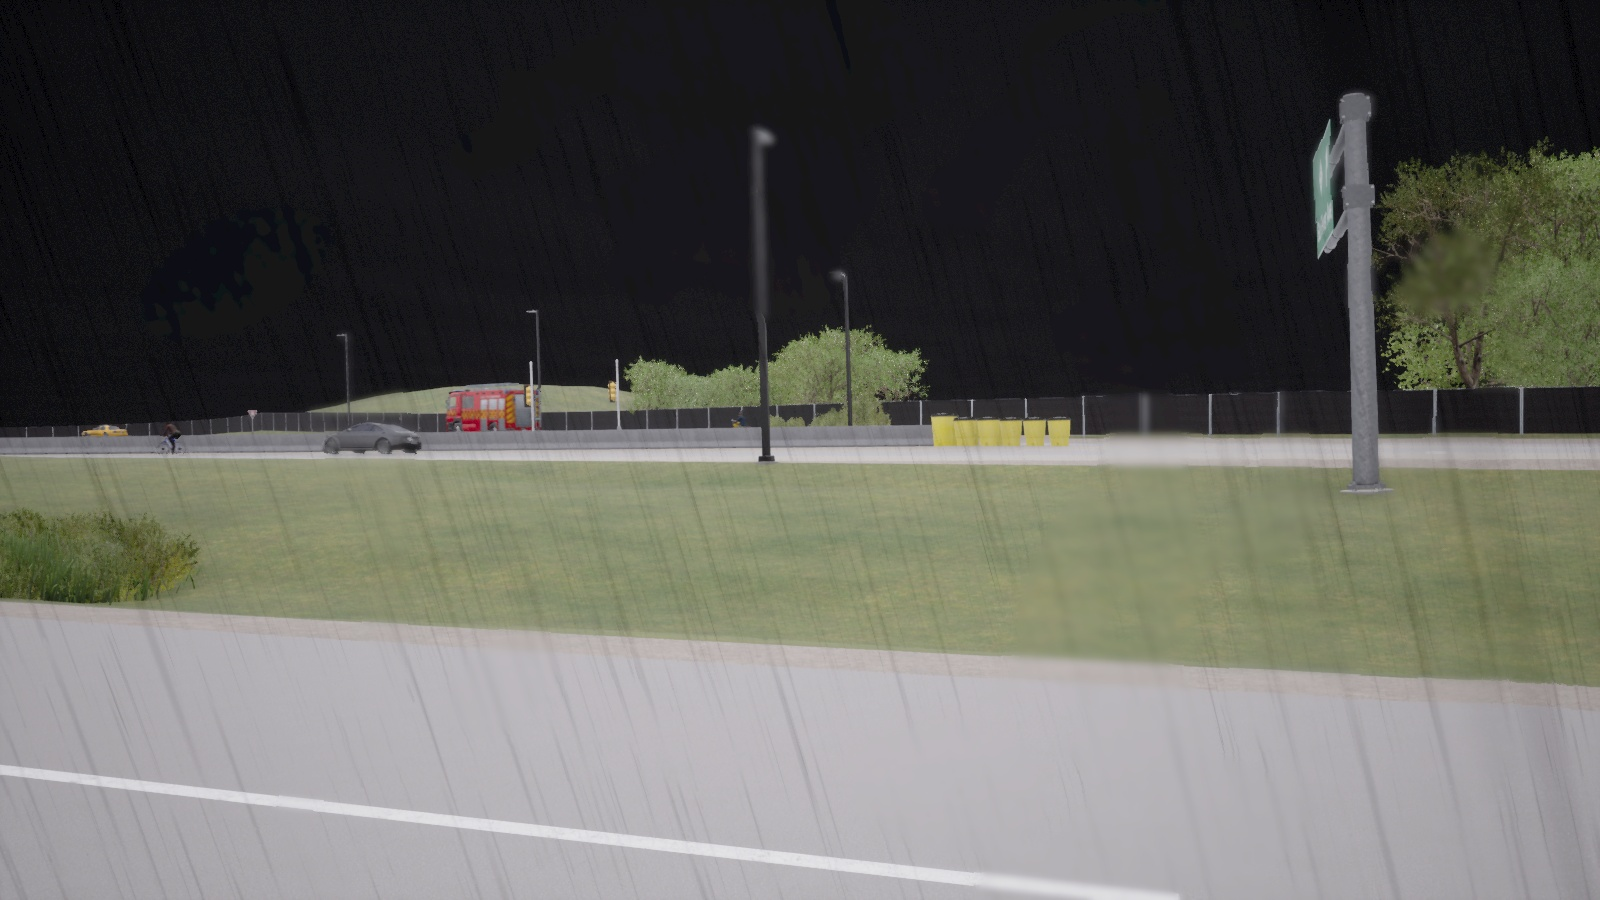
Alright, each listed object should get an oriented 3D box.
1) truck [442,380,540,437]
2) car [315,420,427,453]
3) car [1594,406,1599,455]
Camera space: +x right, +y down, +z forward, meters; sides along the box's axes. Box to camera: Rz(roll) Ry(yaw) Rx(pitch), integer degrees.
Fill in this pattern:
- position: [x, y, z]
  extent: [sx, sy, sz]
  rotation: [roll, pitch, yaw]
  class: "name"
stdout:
- position: [-21.966, -2.877, 88.981]
  extent: [2.891, 3.827, 8.468]
  rotation: [-2, 2, -44]
  class: "truck"
- position: [-18.419, -0.586, 53.923]
  extent: [4.181, 1.385, 1.994]
  rotation: [0, 1, 19]
  class: "car"
- position: [27.168, -0.596, 38.022]
  extent: [5.008, 1.535, 1.882]
  rotation: [0, 1, 20]
  class: "car"
